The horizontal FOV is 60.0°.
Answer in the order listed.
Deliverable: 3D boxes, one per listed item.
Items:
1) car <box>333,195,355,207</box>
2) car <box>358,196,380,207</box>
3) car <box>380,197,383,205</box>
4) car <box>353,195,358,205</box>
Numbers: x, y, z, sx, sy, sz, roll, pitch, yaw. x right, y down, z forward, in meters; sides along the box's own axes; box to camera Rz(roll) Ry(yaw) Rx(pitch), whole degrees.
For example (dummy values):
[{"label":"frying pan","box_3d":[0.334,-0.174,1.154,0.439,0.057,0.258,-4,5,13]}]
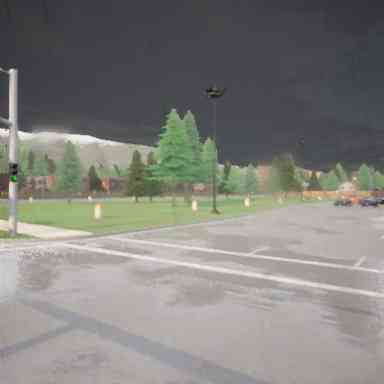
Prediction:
[{"label":"car","box_3d":[23.180,1.581,51.082,1.895,1.301,4.718,0,0,35]},{"label":"car","box_3d":[26.492,1.514,49.710,1.812,1.442,4.674,0,0,35]},{"label":"car","box_3d":[32.633,1.536,58.449,2.033,1.411,5.357,0,0,35]},{"label":"car","box_3d":[28.909,1.333,59.236,2.097,1.767,4.553,0,0,35]}]
